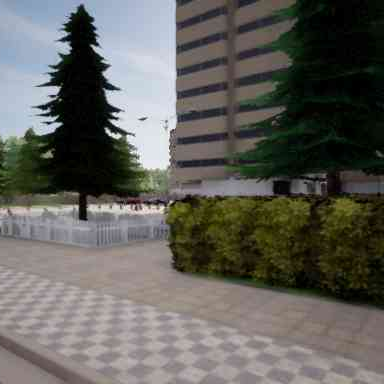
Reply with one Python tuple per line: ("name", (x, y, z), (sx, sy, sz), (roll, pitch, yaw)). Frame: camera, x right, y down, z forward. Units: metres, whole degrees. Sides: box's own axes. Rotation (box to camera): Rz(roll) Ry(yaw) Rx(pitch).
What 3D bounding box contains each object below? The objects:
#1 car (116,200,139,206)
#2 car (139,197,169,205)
("car", (-11.166, 1.577, 58.728), (1.882, 1.535, 5.008), (0, 0, 36))
("car", (-6.356, 1.639, 59.385), (2.033, 1.411, 5.357), (0, 0, 36))
